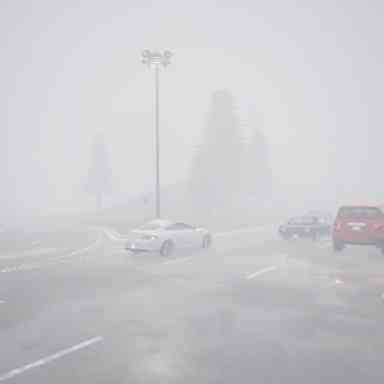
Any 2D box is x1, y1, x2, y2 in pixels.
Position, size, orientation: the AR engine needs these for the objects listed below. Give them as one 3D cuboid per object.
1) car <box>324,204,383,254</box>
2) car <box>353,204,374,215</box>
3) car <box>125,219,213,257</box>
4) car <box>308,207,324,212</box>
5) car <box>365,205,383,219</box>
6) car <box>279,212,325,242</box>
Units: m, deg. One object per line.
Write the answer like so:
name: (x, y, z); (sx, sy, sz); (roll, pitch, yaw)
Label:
car: (8.133, 1.559, 15.321); (2.150, 2.045, 5.566); (-2, -2, 37)
car: (26.685, 2.665, 51.602); (2.033, 1.411, 5.357); (-2, -2, 37)
car: (-0.917, 1.950, 14.921); (1.812, 1.442, 4.674); (-2, -2, 37)
car: (12.886, 2.263, 33.264); (2.128, 1.511, 4.902); (-2, -2, 37)
car: (22.359, 2.328, 40.037); (1.882, 1.535, 5.008); (-2, -2, 37)
car: (6.811, 2.061, 19.365); (1.895, 1.301, 4.718); (-2, -2, 37)
